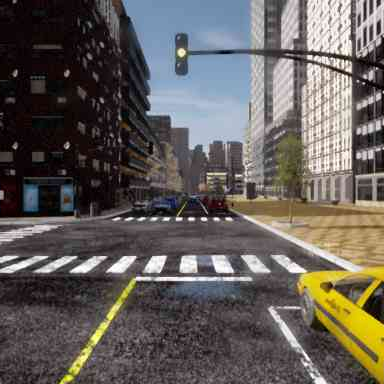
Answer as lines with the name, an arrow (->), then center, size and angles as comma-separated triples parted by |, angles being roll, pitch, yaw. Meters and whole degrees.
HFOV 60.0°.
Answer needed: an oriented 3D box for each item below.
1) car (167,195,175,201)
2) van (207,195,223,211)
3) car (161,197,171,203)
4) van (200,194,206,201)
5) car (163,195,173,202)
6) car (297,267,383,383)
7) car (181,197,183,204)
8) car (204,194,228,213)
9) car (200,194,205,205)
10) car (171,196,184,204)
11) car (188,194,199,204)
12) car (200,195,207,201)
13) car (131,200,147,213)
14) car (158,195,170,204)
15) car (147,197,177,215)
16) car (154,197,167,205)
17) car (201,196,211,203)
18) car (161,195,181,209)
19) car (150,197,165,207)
car -> -5.345, 1.607, 86.011 | 1.752, 1.417, 4.829 | 0, 0, 0
van -> 2.855, 1.355, 41.933 | 1.690, 1.788, 3.998 | 0, 0, 0
car -> -5.412, 1.635, 69.601 | 1.802, 1.307, 4.206 | 0, 0, 0
van -> 3.057, 1.435, 91.672 | 1.690, 1.788, 3.998 | 0, 0, 0
car -> -5.390, 1.502, 75.127 | 1.967, 1.590, 4.097 | 0, 0, 0
car -> 2.702, 1.525, 4.165 | 1.752, 1.417, 4.829 | 0, 0, 0
car -> -2.851, 1.533, 53.765 | 1.837, 1.490, 4.892 | 0, 0, 1
car -> 2.832, 1.325, 36.408 | 2.192, 1.841, 5.009 | 0, 0, 0
car -> 2.922, 1.350, 58.513 | 2.192, 1.841, 5.009 | 0, 0, 0
car -> -2.741, 1.536, 64.010 | 2.128, 1.511, 4.902 | 0, 0, 0
car -> 0.266, 1.610, 65.611 | 1.994, 1.385, 4.181 | 0, 0, 0
car -> 3.036, 1.608, 86.316 | 1.752, 1.417, 4.829 | 0, 0, 0
car -> -5.546, 1.560, 36.441 | 2.008, 1.369, 4.403 | 0, 0, 0
car -> -5.435, 1.484, 64.074 | 1.967, 1.590, 4.097 | 0, 0, 0
car -> -2.960, 1.556, 34.133 | 2.033, 1.411, 5.357 | 0, 0, 0
car -> -5.457, 1.580, 58.547 | 1.887, 1.381, 4.507 | 0, 0, 0
car -> 2.968, 1.597, 69.567 | 1.887, 1.381, 4.507 | 0, 0, 0
car -> -2.910, 1.494, 43.952 | 1.882, 1.535, 5.008 | 0, 0, 0
car -> -5.479, 1.578, 53.021 | 2.008, 1.369, 4.403 | 0, 0, 0
